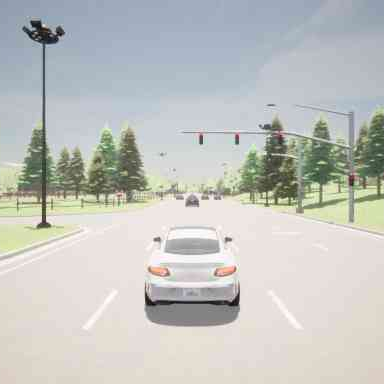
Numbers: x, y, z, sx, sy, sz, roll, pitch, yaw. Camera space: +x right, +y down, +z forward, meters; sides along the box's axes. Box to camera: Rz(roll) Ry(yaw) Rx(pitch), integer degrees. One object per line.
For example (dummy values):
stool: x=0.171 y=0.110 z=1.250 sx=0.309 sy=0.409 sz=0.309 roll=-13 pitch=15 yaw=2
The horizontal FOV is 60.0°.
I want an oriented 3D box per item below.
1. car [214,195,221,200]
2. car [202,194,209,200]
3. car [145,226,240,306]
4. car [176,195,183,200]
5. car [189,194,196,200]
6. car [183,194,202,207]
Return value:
car: x=7.125 y=1.525 z=93.224 sx=2.128 sy=1.511 sz=4.902 roll=0 pitch=0 yaw=0
car: x=3.625 y=1.355 z=93.199 sx=2.097 sy=1.767 sz=4.553 roll=0 pitch=0 yaw=0
car: x=0.017 y=1.526 z=7.884 sx=1.812 sy=1.442 sz=4.674 roll=0 pitch=0 yaw=0
car: x=-3.375 y=1.552 z=93.205 sx=1.994 sy=1.385 sz=4.181 roll=0 pitch=0 yaw=0
car: x=0.125 y=1.355 z=93.204 sx=2.097 sy=1.767 sz=4.553 roll=0 pitch=0 yaw=0
car: x=0.070 y=1.352 z=51.757 sx=2.097 sy=1.767 sz=4.553 roll=0 pitch=0 yaw=0
